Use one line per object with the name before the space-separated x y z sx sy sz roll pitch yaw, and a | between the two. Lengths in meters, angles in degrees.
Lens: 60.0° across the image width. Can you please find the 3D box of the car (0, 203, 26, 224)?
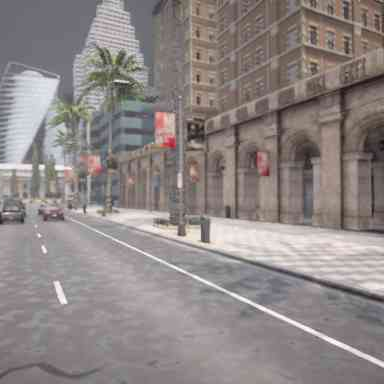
car | -16.159 2.011 29.999 2.128 1.511 4.902 0 -1 -27

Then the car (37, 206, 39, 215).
car | -18.530 2.195 42.229 2.128 1.511 4.902 0 -1 -27

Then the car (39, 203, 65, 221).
car | -14.027 2.079 33.508 1.812 1.442 4.674 0 -1 -27

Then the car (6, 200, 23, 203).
car | -20.786 1.895 38.986 2.150 2.045 5.566 0 -1 -26
